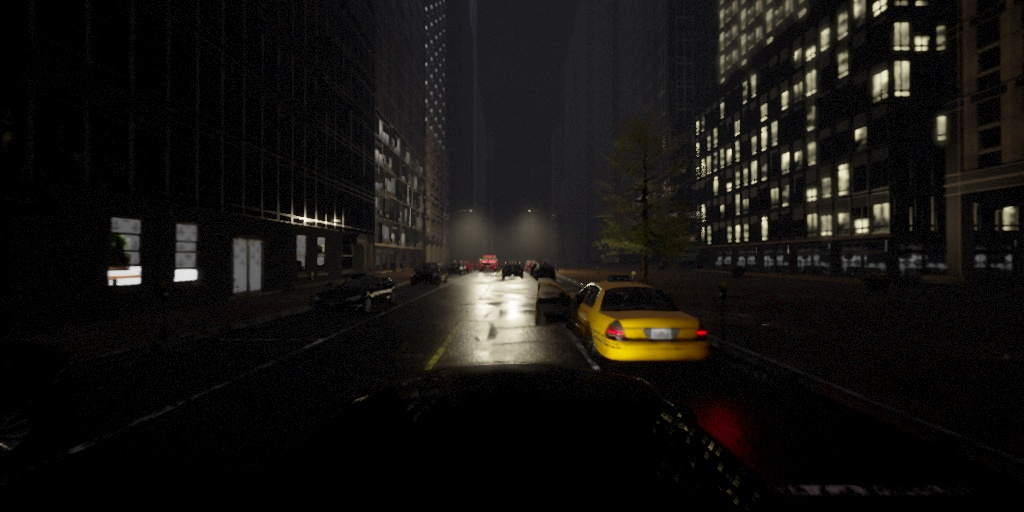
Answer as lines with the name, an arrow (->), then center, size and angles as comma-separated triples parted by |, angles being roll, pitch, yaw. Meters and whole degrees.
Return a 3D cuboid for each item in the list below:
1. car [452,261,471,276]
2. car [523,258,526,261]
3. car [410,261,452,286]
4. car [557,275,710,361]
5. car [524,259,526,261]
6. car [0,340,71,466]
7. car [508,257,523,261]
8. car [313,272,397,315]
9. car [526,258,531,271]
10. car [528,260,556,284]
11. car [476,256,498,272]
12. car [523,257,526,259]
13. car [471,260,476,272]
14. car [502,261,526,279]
car -> -5.669, 1.298, 36.249 | 2.007, 1.370, 4.403 | 0, 0, 0
car -> 2.719, 1.327, 47.599 | 1.802, 1.307, 4.207 | 0, 0, 0
car -> -5.675, 1.188, 24.871 | 1.967, 1.591, 4.097 | 0, 0, 0
car -> 2.355, 1.205, 8.224 | 1.801, 1.575, 5.366 | 0, 0, 0
car -> 2.716, 1.290, 41.910 | 1.888, 1.381, 4.507 | 0, 0, 0
car -> -5.689, 1.317, 2.114 | 1.948, 1.339, 4.313 | 0, 0, 0
car -> 0.092, 1.224, 47.157 | 1.882, 1.535, 5.008 | 0, 0, 0
car -> -5.682, 1.300, 13.492 | 2.007, 1.370, 4.403 | 0, 0, 0
car -> 2.712, 1.185, 36.221 | 1.967, 1.591, 4.097 | 0, 0, 0
car -> 2.709, 1.296, 30.532 | 2.007, 1.370, 4.403 | 0, 0, 0
car -> -2.974, 0.953, 46.438 | 2.150, 2.045, 5.566 | 0, 0, 0
car -> 2.723, 1.296, 53.288 | 2.007, 1.370, 4.403 | 0, 0, 0
car -> -5.665, 1.293, 41.937 | 1.888, 1.381, 4.507 | 0, 0, 0
car -> 0.076, 1.348, 32.613 | 1.895, 1.301, 4.718 | 0, 0, 1
